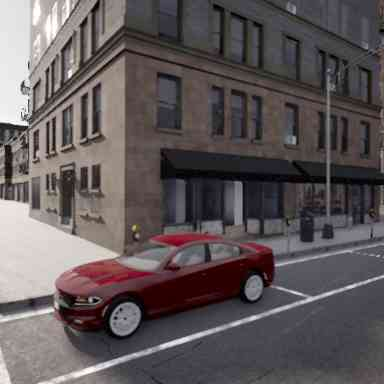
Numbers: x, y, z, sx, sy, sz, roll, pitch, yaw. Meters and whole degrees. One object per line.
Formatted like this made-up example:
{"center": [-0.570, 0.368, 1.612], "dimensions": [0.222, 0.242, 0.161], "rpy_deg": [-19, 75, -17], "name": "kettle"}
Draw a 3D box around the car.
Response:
{"center": [-0.299, 1.525, 6.542], "dimensions": [4.507, 1.381, 1.887], "rpy_deg": [0, 1, -35], "name": "car"}
